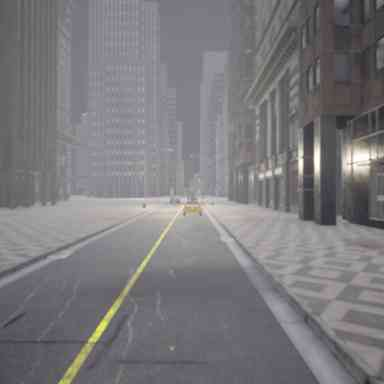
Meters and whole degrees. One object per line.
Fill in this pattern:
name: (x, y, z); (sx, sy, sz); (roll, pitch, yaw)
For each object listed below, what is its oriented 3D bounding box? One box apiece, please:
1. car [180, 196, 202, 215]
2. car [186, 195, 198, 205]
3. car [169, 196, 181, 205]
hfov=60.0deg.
car: (0.061, 1.453, 33.588); (1.801, 1.575, 5.366); (0, 0, 0)
car: (0.003, 1.440, 61.398); (2.033, 1.649, 4.856); (0, 0, 0)
car: (-3.022, 1.516, 59.995); (1.812, 1.442, 4.674); (0, 0, 1)
